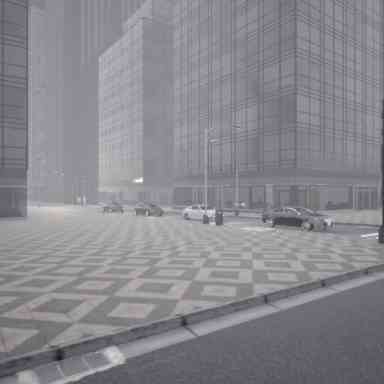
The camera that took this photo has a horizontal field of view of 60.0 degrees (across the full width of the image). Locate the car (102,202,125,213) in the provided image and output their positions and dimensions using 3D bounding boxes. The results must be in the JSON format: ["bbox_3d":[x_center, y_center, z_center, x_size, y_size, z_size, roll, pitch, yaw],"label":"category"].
[{"bbox_3d":[-11.156,2.169,46.732,1.837,1.490,4.892,0,-1,-35],"label":"car"}]

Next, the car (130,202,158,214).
[{"bbox_3d":[-6.639,2.137,45.866,1.812,1.442,4.674,0,-1,-36],"label":"car"}]

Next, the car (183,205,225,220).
[{"bbox_3d":[0.951,1.870,29.957,1.812,1.442,4.674,0,-1,-36],"label":"car"}]

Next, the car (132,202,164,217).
[{"bbox_3d":[-5.088,2.007,38.293,1.837,1.490,4.892,0,-1,-36],"label":"car"}]

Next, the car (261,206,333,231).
[{"bbox_3d":[6.784,1.683,21.902,2.128,1.511,4.902,0,-1,-35],"label":"car"}]
